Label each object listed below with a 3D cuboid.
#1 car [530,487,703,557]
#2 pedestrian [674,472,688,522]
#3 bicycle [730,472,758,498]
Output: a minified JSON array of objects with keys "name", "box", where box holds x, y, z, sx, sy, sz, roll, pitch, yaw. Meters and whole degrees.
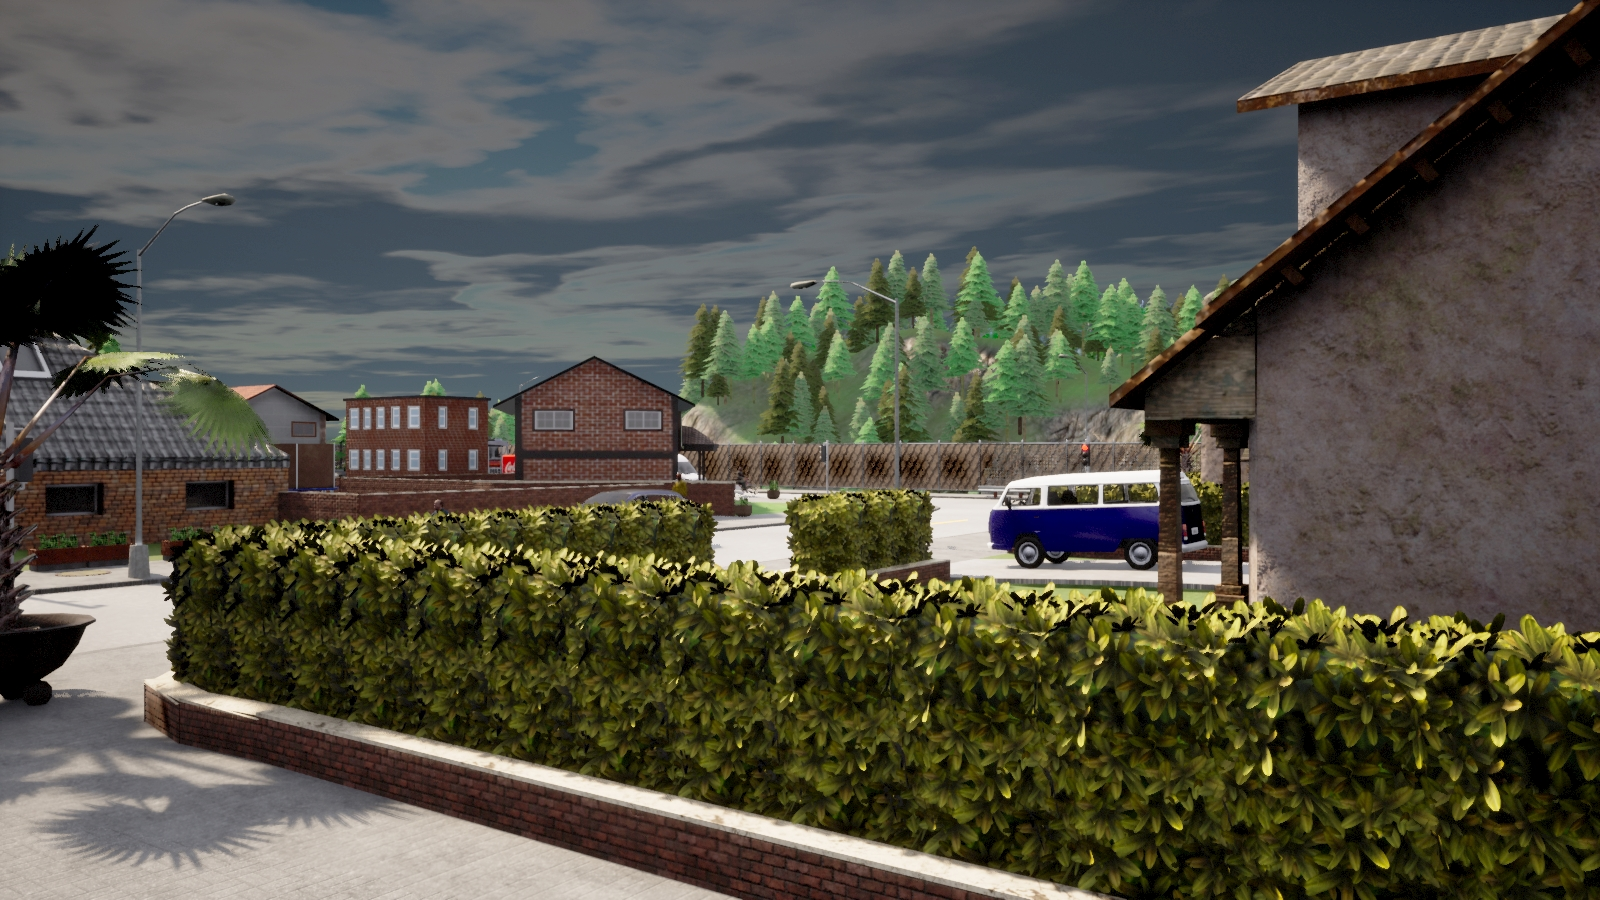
[{"name":"car","box":[-5.084,1.958,32.257,2.242,1.667,4.611,0,0,35]},{"name":"pedestrian","box":[-4.412,1.732,42.297,0.375,1.860,0.375,0,0,34]},{"name":"bicycle","box":[-3.318,2.044,67.203,1.835,1.471,0.329,0,0,35]}]
